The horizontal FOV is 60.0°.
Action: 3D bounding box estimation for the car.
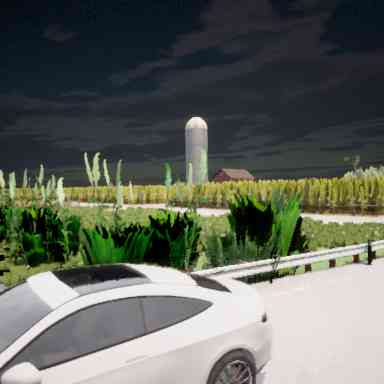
[{"bbox_3d":[-1.171,1.524,3.188,4.674,1.442,1.812,0,0,-36],"label":"car"}]
